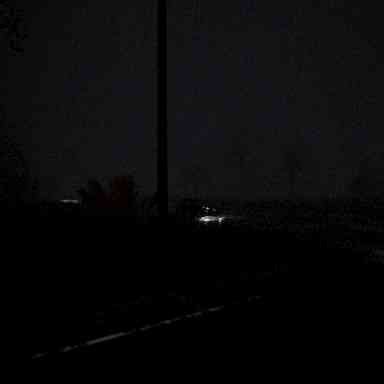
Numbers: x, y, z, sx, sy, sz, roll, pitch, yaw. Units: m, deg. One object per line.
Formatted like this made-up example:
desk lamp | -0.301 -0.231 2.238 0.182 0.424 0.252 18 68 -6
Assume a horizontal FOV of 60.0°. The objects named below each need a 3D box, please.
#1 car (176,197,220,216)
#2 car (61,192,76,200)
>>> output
car | 0.449 1.220 29.331 1.837 1.490 4.892 -1 1 -35
car | -23.421 0.693 63.146 1.882 1.535 5.008 -1 2 -34
